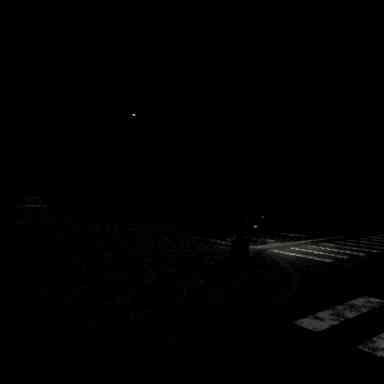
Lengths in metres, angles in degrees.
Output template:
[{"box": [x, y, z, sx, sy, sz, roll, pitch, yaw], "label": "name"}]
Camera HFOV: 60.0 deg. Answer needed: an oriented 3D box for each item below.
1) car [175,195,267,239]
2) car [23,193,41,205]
[{"box": [1.287, 1.209, 17.374, 2.150, 2.045, 5.566, 1, 0, -36], "label": "car"}, {"box": [-27.893, 1.206, 57.998, 2.150, 2.045, 5.566, 1, 0, -36], "label": "car"}]
